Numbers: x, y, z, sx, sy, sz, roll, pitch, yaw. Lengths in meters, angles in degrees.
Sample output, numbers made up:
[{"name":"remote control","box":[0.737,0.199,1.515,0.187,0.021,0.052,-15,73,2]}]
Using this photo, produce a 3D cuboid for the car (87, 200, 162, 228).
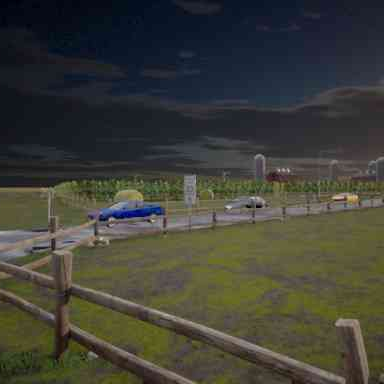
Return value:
[{"name":"car","box":[-4.148,1.283,20.938,1.882,1.535,5.008,1,1,45]}]

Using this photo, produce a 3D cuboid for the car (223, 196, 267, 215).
[{"name":"car","box":[4.799,1.150,29.654,4.902,1.511,2.128,-1,1,-44]}]

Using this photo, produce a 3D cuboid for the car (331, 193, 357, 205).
[{"name":"car","box":[20.437,0.889,44.688,5.008,1.535,1.882,0,1,-44]}]
